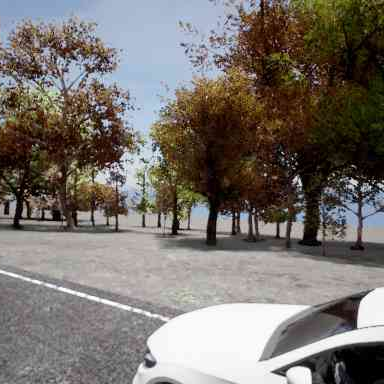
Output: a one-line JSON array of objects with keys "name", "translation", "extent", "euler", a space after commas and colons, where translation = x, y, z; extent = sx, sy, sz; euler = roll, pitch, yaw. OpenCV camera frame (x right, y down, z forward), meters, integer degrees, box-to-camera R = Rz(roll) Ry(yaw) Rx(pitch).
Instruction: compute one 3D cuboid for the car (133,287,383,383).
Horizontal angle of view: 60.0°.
[{"name": "car", "translation": [1.648, 1.526, 2.515], "extent": [4.674, 1.442, 1.812], "euler": [0, 0, 35]}]
